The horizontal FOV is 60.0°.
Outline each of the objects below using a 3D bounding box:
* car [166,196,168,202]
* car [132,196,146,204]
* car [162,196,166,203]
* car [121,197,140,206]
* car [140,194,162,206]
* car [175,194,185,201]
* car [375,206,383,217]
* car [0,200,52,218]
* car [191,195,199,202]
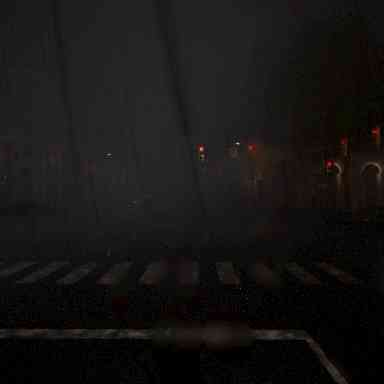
[{"bbox_3d":[-6.358,1.595,73.838,1.895,1.301,4.718,0,0,1],"label":"car"},{"bbox_3d":[-10.084,1.564,63.595,1.994,1.385,4.181,0,0,1],"label":"car"},{"bbox_3d":[-6.581,1.526,63.782,1.812,1.442,4.674,0,0,1],"label":"car"},{"bbox_3d":[-10.181,1.547,54.364,2.033,1.411,5.357,0,0,1],"label":"car"},{"bbox_3d":[-6.688,1.547,54.193,2.033,1.411,5.357,0,0,1],"label":"car"},{"bbox_3d":[-2.773,1.279,78.653,2.097,1.767,4.553,0,0,1],"label":"car"},{"bbox_3d":[18.598,1.526,29.196,4.674,1.442,1.812,0,0,1],"label":"car"},{"bbox_3d":[-15.130,1.477,29.643,5.008,1.535,1.882,0,0,1],"label":"car"},{"bbox_3d":[0.727,1.450,78.623,2.128,1.511,4.902,0,0,1],"label":"car"}]
